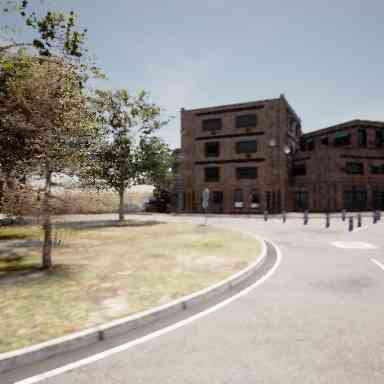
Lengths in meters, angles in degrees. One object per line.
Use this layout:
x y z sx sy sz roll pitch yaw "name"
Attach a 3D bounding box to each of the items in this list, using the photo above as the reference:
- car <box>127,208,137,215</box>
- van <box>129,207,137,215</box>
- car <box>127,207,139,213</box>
-13.185 4.396 73.477 2.163 1.488 4.792 0 -4 -9 "car"
-14.022 4.566 79.029 1.878 1.987 4.442 0 -4 -9 "van"
-12.352 3.991 68.059 2.002 1.452 4.674 2 -5 -8 "car"
